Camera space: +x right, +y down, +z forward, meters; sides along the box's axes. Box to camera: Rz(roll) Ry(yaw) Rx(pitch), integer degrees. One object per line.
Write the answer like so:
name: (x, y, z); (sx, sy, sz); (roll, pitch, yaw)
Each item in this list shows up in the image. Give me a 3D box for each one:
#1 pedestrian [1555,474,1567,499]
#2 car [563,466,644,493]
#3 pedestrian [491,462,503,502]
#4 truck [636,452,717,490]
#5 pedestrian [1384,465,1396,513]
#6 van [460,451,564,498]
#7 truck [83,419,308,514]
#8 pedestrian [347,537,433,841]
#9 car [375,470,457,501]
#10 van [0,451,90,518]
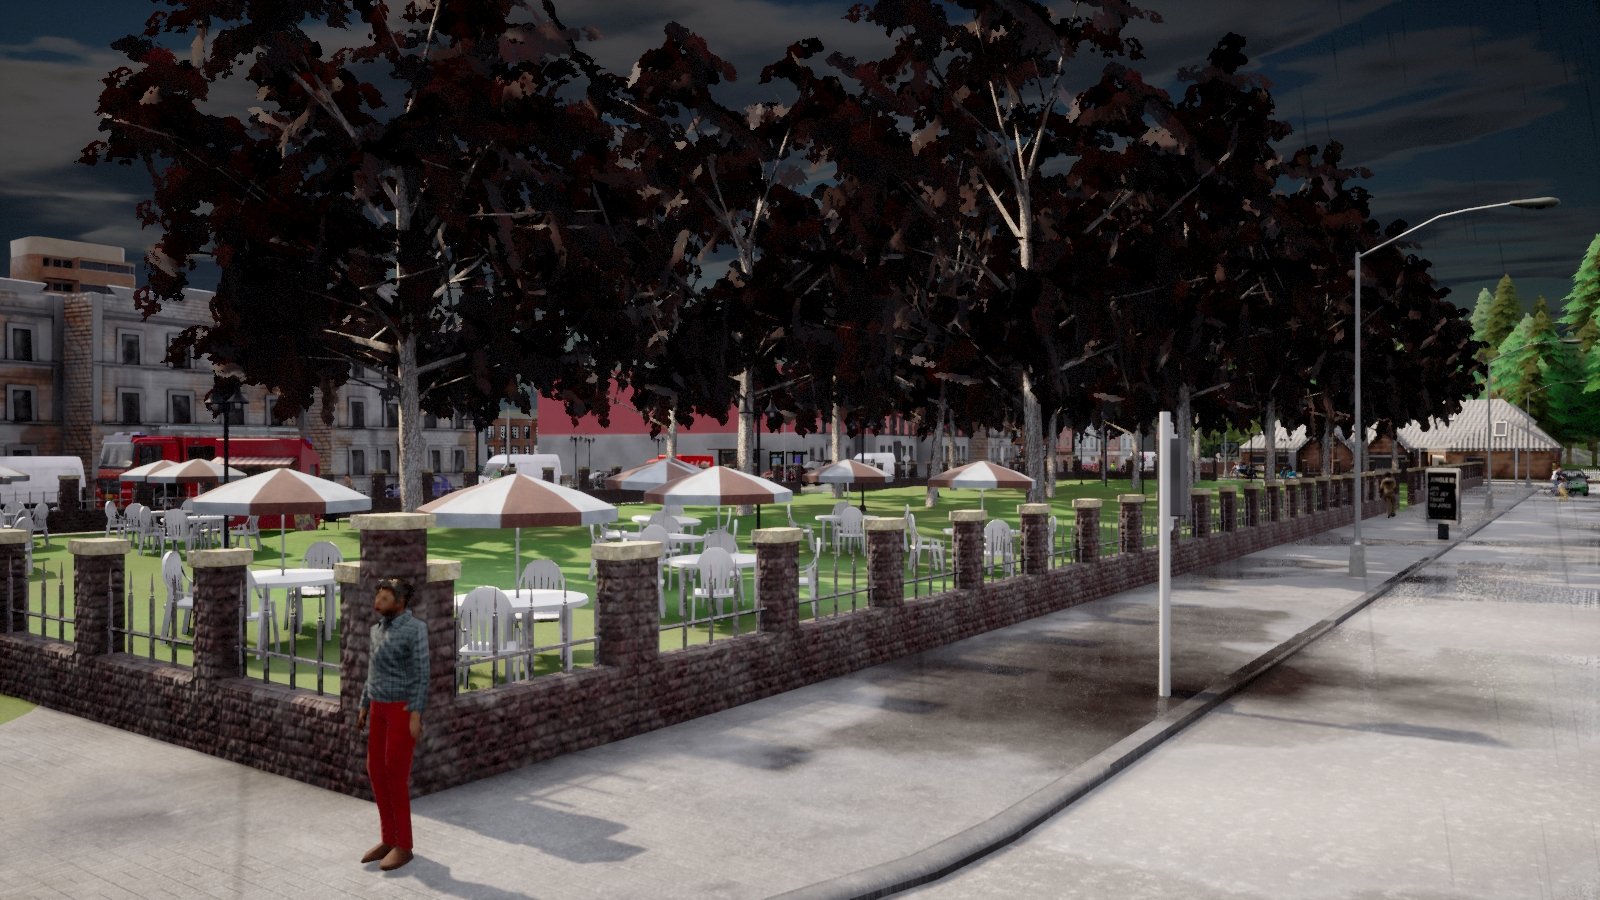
pedestrian: (40.287, 1.908, 60.487); (0.375, 1.300, 0.375); (0, 0, -34)
car: (-12.166, 1.814, 71.050); (2.097, 1.535, 5.006); (0, 0, 35)
pedestrian: (-14.358, 1.523, 54.095); (0.375, 1.860, 0.375); (0, 0, 28)
truck: (-8.233, 1.348, 76.671); (2.627, 2.467, 5.204); (0, 0, 35)
pedestrian: (23.205, 1.525, 44.965); (0.375, 1.860, 0.375); (0, 0, 35)
van: (-16.329, 1.314, 65.083); (1.988, 2.561, 5.915); (0, 0, 35)
truck: (-26.598, 0.670, 50.778); (2.891, 3.827, 8.468); (0, 0, 35)
pedestrian: (-2.655, 1.517, 7.406); (0.375, 1.860, 0.375); (0, 0, 36)
car: (-20.045, 1.818, 59.739); (1.845, 1.501, 3.633); (0, 0, 35)
van: (-31.021, 1.314, 44.007); (1.988, 2.561, 5.915); (0, 0, 35)
